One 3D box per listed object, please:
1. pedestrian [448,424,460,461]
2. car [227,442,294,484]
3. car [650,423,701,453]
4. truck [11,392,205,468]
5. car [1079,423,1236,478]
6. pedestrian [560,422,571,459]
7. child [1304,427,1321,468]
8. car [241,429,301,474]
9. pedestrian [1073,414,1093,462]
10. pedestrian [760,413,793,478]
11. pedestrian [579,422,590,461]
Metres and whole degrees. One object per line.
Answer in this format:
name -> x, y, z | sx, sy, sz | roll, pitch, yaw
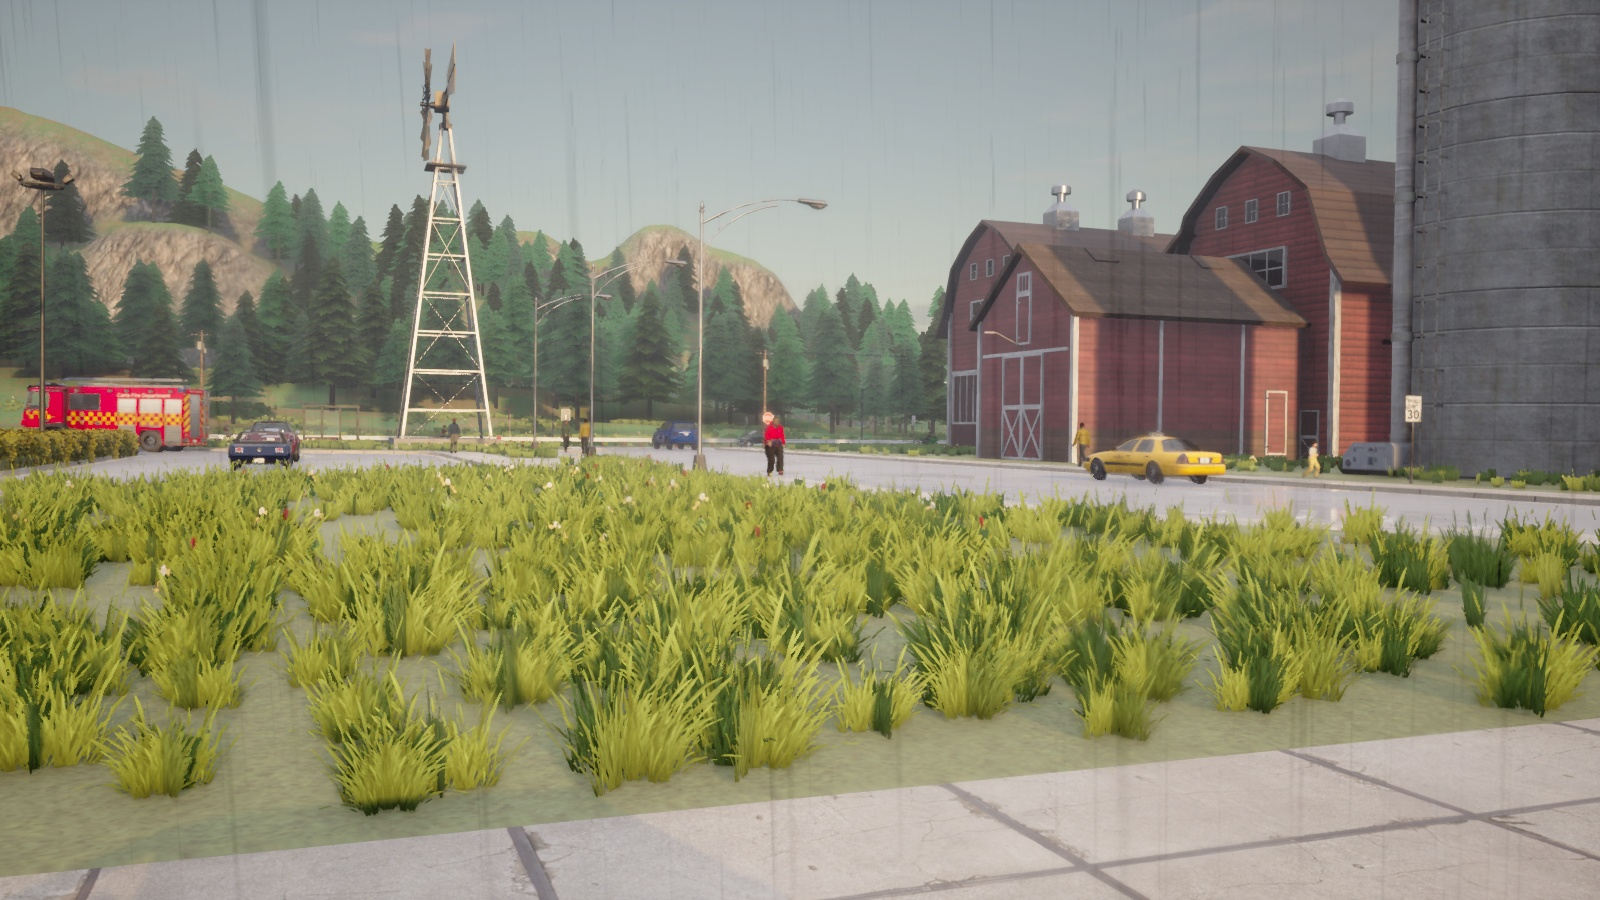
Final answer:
pedestrian -> -17.267, -0.383, 62.667 | 0.370, 1.835, 0.726 | -1, 1, -27
car -> -18.287, 0.401, 42.727 | 1.895, 1.301, 4.718 | -1, 1, -21
car -> -8.968, -0.851, 90.058 | 2.150, 2.045, 5.566 | -1, 1, -22
truck -> -36.001, -1.043, 65.560 | 8.468, 3.827, 2.891 | -1, 1, -1
car -> 11.000, -0.017, 39.078 | 1.801, 1.575, 5.366 | -1, 1, -21
pedestrian -> -12.612, -0.511, 67.662 | 0.423, 1.949, 0.788 | -1, 1, -21
child -> 16.144, -0.085, 39.555 | 0.270, 1.263, 0.437 | -1, 1, -27
car -> -21.956, 0.044, 52.250 | 2.097, 1.767, 4.553 | -1, 1, -21
pedestrian -> 10.996, -0.459, 48.781 | 0.431, 1.840, 0.709 | -1, 1, -18
pedestrian -> -0.688, -0.129, 36.223 | 0.634, 1.844, 0.899 | -1, 1, -22
pedestrian -> -10.266, -0.410, 59.869 | 0.431, 1.840, 0.709 | -1, 1, -14
